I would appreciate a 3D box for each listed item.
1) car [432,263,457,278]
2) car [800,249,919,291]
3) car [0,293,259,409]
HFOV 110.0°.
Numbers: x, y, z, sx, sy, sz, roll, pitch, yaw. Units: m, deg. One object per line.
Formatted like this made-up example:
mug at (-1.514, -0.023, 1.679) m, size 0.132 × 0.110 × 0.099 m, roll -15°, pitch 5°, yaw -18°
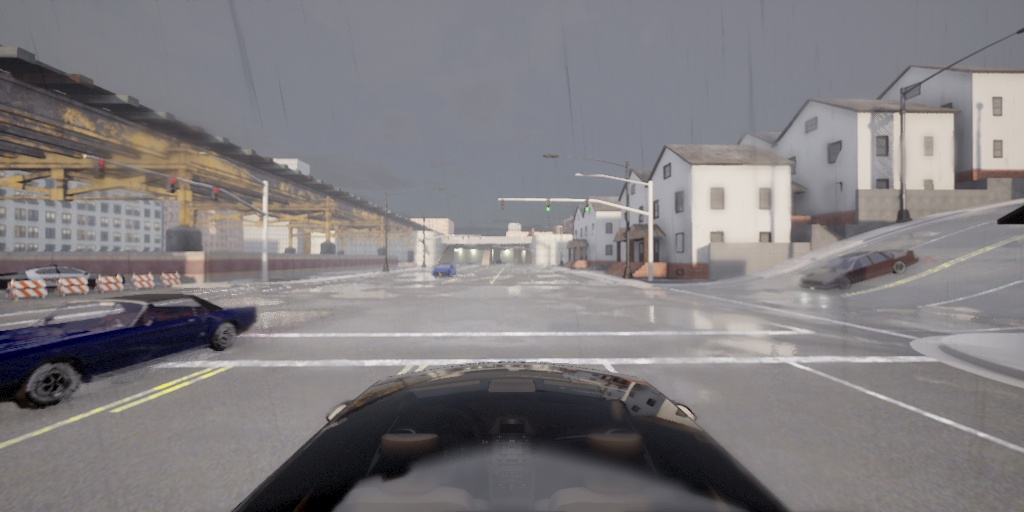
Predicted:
car at (-6.966, 1.477, 37.291) m, size 1.882 × 1.535 × 5.008 m, roll 0°, pitch 1°, yaw 0°
car at (18.594, 0.628, 19.342) m, size 5.357 × 1.411 × 2.033 m, roll -16°, pitch 0°, yaw -1°
car at (-6.996, 1.384, 6.321) m, size 1.895 × 1.301 × 4.718 m, roll 0°, pitch 0°, yaw 0°
